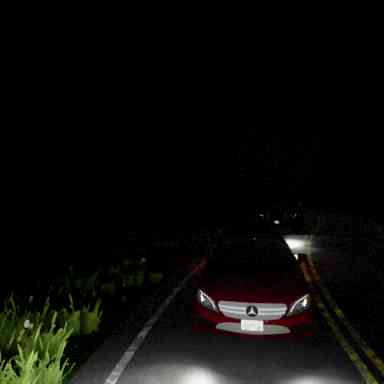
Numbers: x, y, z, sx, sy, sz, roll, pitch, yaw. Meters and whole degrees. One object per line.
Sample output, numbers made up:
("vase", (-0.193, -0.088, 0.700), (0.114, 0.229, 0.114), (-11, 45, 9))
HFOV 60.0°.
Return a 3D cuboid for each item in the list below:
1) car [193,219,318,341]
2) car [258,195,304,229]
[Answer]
("car", (1.234, 1.534, 6.764), (1.812, 1.442, 4.674), (-1, 0, 11))
("car", (5.460, 1.208, 19.992), (2.150, 2.045, 5.566), (-2, 0, 22))
